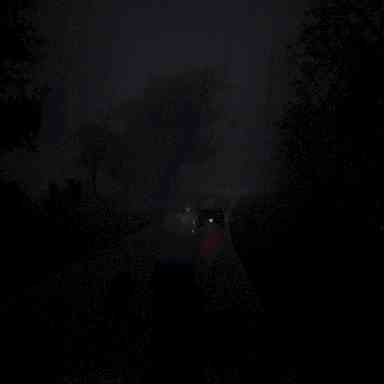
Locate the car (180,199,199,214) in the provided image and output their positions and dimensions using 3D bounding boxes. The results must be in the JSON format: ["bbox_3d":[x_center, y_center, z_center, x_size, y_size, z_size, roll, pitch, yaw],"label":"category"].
[{"bbox_3d":[-0.053,1.494,36.015,2.128,1.511,4.902,2,2,8],"label":"car"}]

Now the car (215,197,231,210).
[{"bbox_3d":[3.910,1.355,42.219,2.128,1.511,4.902,1,2,9],"label":"car"}]

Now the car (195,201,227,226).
[{"bbox_3d":[1.537,1.692,25.136,1.837,1.490,4.892,0,0,6],"label":"car"}]
